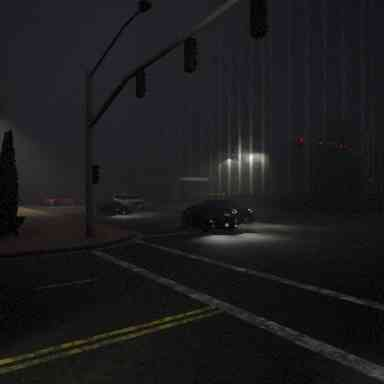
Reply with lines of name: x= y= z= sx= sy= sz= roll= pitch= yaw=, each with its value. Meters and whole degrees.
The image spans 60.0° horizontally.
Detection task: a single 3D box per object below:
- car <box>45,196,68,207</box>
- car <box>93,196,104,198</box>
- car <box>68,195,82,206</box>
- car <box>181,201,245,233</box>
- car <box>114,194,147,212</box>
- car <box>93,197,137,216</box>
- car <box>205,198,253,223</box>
car: x=-21.649 y=1.351 z=52.296 sx=2.097 sy=1.767 sz=4.553 roll=0 pitch=0 yaw=-35
car: x=-18.643 y=1.478 z=66.247 sx=1.882 sy=1.535 sz=5.008 roll=0 pitch=0 yaw=-36
car: x=-20.216 y=1.349 z=56.325 sx=2.097 sy=1.767 sz=4.553 roll=0 pitch=0 yaw=-36
car: x=0.896 y=1.506 z=19.692 sx=1.837 sy=1.490 sz=4.892 roll=1 pitch=-1 yaw=-23
car: x=-7.340 y=1.221 z=38.426 sx=2.150 sy=2.045 sz=5.566 roll=0 pitch=0 yaw=-36
car: x=-7.910 y=1.547 z=33.252 sx=2.033 sy=1.411 sz=5.357 roll=0 pitch=0 yaw=-36
car: x=2.456 y=1.352 z=24.970 sx=2.097 sy=1.767 sz=4.553 roll=0 pitch=0 yaw=-36
